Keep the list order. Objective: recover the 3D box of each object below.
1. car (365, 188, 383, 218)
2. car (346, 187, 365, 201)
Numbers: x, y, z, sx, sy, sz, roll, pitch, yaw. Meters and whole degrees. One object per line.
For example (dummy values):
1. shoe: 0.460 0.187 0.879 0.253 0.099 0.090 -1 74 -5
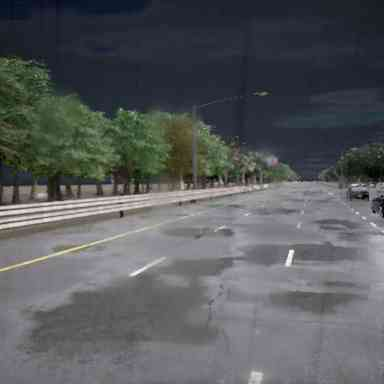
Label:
1. car: 12.293 0.728 20.346 2.128 1.511 4.902 0 2 20
2. car: 18.116 0.173 36.477 1.882 1.535 5.008 0 2 20
